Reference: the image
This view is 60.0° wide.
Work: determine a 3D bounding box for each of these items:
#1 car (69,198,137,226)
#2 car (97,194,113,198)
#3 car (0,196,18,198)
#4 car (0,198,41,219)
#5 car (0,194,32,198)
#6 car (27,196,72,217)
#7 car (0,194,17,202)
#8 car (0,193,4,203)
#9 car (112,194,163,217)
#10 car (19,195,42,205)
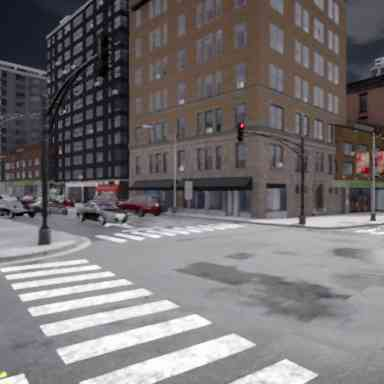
[{"bbox_3d":[-6.319,1.437,23.268,2.128,1.511,4.902,0,1,-45],"label":"car"},{"bbox_3d":[-8.519,1.147,33.705,2.192,1.841,5.009,1,0,-45],"label":"car"},{"bbox_3d":[-18.451,1.346,31.619,1.947,1.339,4.313,1,0,-45],"label":"car"},{"bbox_3d":[-14.578,1.411,27.704,1.947,1.339,4.313,1,0,-45],"label":"car"},{"bbox_3d":[-19.791,1.246,36.894,1.812,1.442,4.674,0,1,-45],"label":"car"},{"bbox_3d":[-12.798,1.364,29.813,1.812,1.442,4.674,0,1,-45],"label":"car"},{"bbox_3d":[-31.765,1.013,57.195,1.802,1.307,4.206,1,0,-45],"label":"car"},{"bbox_3d":[-32.559,0.931,54.337,1.882,1.535,5.008,0,1,-45],"label":"car"},{"bbox_3d":[-4.646,1.211,29.790,2.192,1.841,5.009,1,0,-45],"label":"car"},{"bbox_3d":[-24.018,1.149,49.366,1.802,1.307,4.206,1,0,-45],"label":"car"}]
